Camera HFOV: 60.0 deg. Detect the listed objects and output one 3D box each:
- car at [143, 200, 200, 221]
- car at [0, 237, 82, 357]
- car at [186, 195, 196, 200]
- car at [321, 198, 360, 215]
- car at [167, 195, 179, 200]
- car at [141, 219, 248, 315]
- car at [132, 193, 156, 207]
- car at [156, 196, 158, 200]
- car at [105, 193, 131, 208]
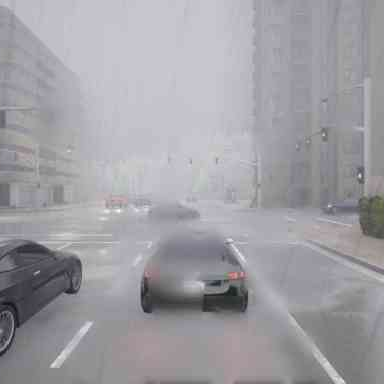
[{"bbox_3d":[-1.454,1.564,26.603,4.181,1.385,1.994,0,0,0],"label":"car"},{"bbox_3d":[-3.460,1.526,5.836,1.812,1.442,4.674,0,0,0],"label":"car"},{"bbox_3d":[-0.152,1.355,72.555,2.097,1.767,4.553,0,0,0],"label":"car"},{"bbox_3d":[15.514,1.352,33.678,4.553,1.767,2.097,0,0,1],"label":"car"},{"bbox_3d":[-3.546,1.352,61.824,2.097,1.767,4.553,0,0,0],"label":"car"},{"bbox_3d":[0.049,1.564,7.638,1.994,1.385,4.181,0,0,0],"label":"car"},{"bbox_3d":[-7.204,1.221,50.626,2.150,2.045,5.566,0,0,0],"label":"car"},{"bbox_3d":[-7.195,1.491,60.650,2.128,1.511,4.902,0,0,0],"label":"car"},{"bbox_3d":[-10.699,1.221,47.494,2.150,2.045,5.566,0,0,0],"label":"car"}]
